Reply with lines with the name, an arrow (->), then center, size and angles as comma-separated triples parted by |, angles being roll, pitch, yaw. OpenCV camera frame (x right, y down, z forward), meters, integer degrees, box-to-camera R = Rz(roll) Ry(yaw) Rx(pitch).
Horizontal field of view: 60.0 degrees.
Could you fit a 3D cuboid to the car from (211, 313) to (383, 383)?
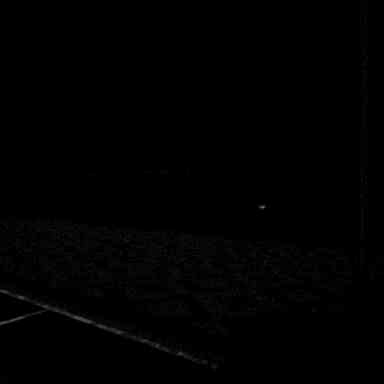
car -> 2.315, 1.316, 1.196 | 5.009, 1.841, 2.192 | 0, 0, 36
